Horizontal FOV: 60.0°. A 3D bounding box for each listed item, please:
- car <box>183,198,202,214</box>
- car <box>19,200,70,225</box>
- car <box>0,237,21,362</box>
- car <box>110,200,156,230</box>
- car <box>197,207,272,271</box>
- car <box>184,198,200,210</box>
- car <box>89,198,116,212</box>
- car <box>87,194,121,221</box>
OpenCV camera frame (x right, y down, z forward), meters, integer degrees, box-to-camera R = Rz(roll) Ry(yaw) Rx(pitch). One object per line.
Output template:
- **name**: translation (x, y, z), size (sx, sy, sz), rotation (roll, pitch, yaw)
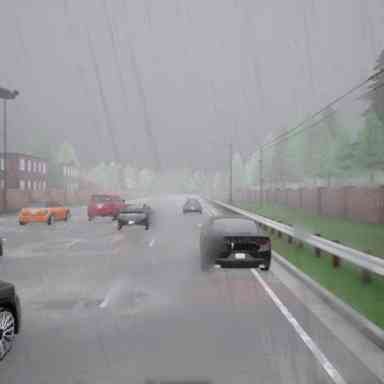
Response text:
- **car**: translation (0.060, 1.557, 34.979), size (1.994, 1.385, 4.181), rotation (0, 0, 0)
- **car**: translation (-10.385, 1.351, 23.827), size (2.097, 1.767, 4.553), rotation (0, 0, -2)
- **car**: translation (-3.399, 1.491, 2.901), size (2.128, 1.511, 4.902), rotation (0, 0, 0)
- **car**: translation (-3.392, 1.487, 21.041), size (2.128, 1.511, 4.902), rotation (0, 0, 0)
- **car**: translation (1.230, 1.476, 10.937), size (1.882, 1.535, 5.008), rotation (0, 0, 0)
- **car**: translation (0.027, 1.539, 45.006), size (2.033, 1.411, 5.357), rotation (0, 0, 0)
- **car**: translation (-10.385, 1.497, 39.062), size (1.837, 1.490, 4.892), rotation (0, 0, 0)
- **car**: translation (-6.891, 1.216, 27.482), size (2.150, 2.045, 5.566), rotation (0, 0, 0)
